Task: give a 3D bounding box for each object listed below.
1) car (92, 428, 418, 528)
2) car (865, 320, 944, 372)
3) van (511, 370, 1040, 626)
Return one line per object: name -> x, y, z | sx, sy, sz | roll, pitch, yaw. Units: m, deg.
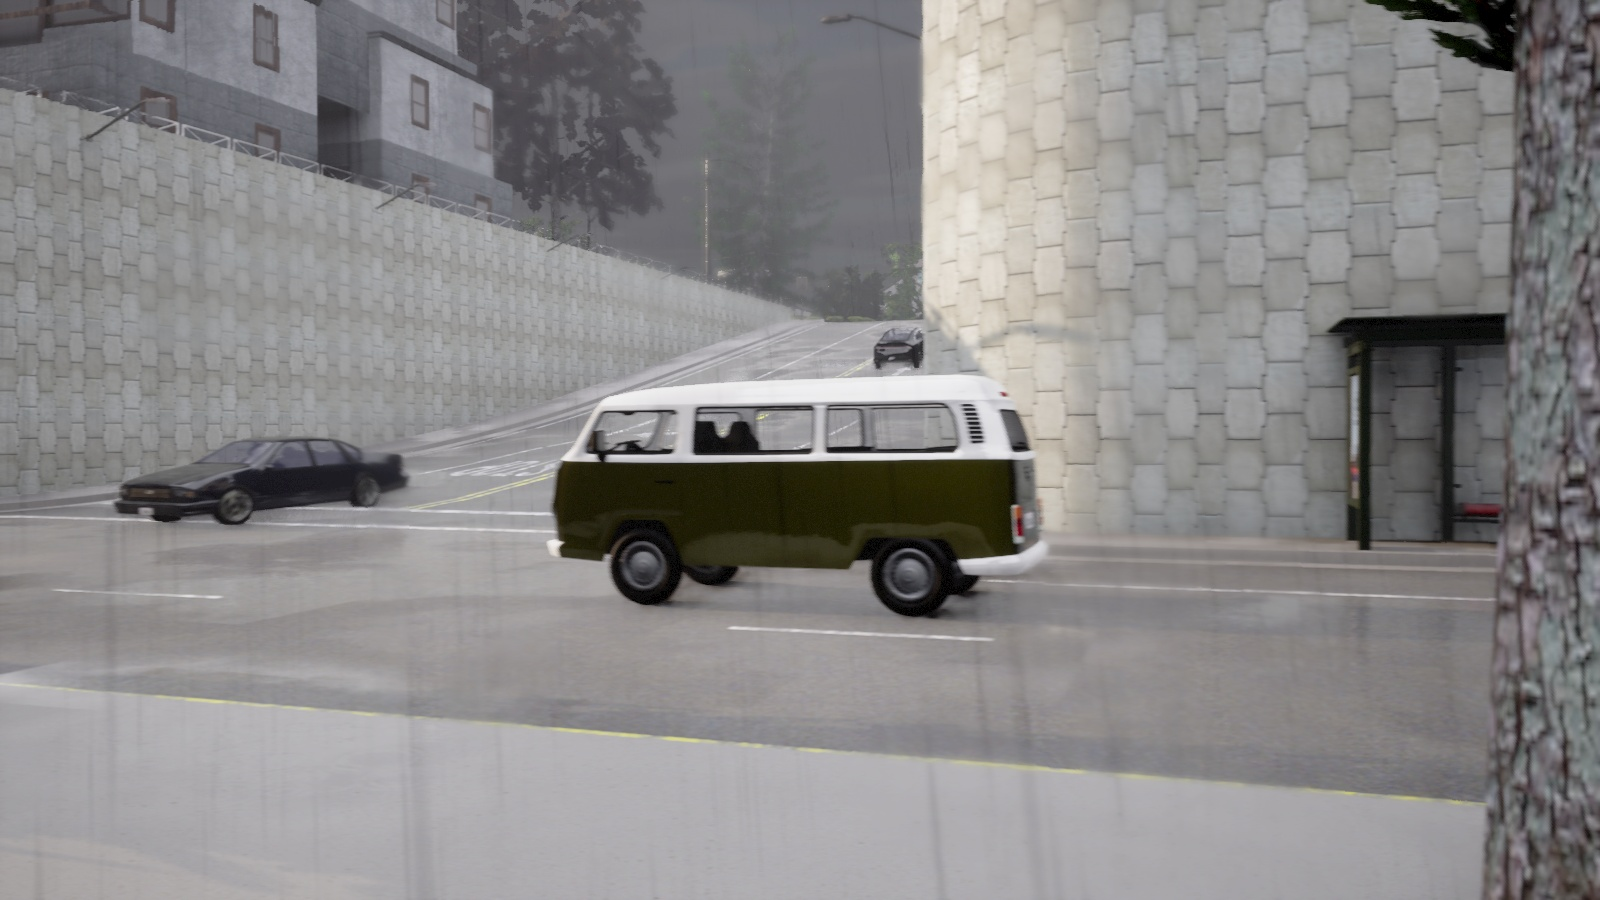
car -> -9.573, 0.400, 22.680 | 2.033, 1.411, 5.357 | 1, 3, 25
car -> 4.400, -4.358, 52.047 | 2.128, 1.511, 4.902 | 1, 12, 19
van -> -0.172, 0.359, 11.687 | 4.480, 2.038, 2.069 | 0, 1, 19
